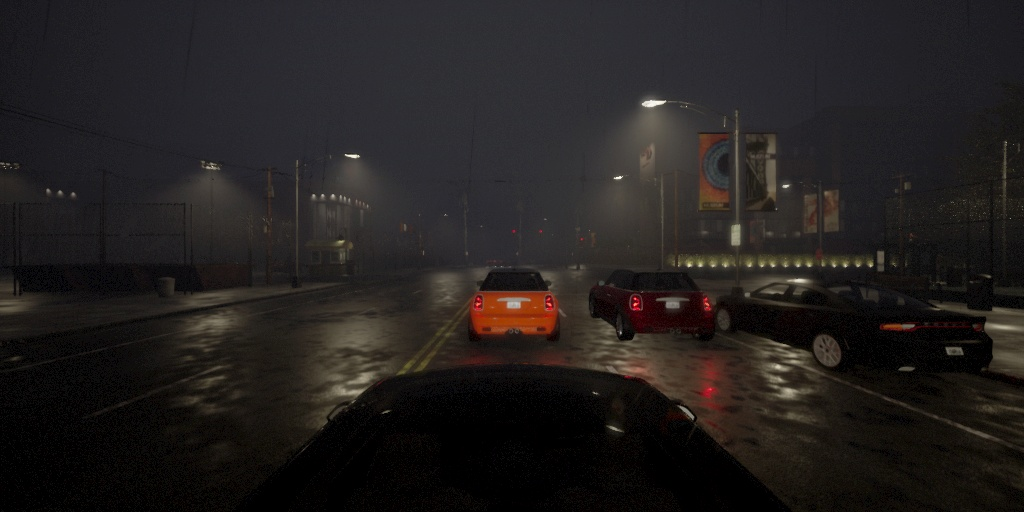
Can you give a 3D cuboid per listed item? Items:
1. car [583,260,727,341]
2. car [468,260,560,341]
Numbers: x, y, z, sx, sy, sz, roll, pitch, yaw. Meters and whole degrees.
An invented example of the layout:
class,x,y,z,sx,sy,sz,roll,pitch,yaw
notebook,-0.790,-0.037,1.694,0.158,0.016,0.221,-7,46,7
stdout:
class,x,y,z,sx,sy,sz,roll,pitch,yaw
car,3.561,1.100,10.028,2.097,1.767,4.553,0,0,0
car,0.061,1.100,10.011,2.097,1.767,4.553,0,0,0
